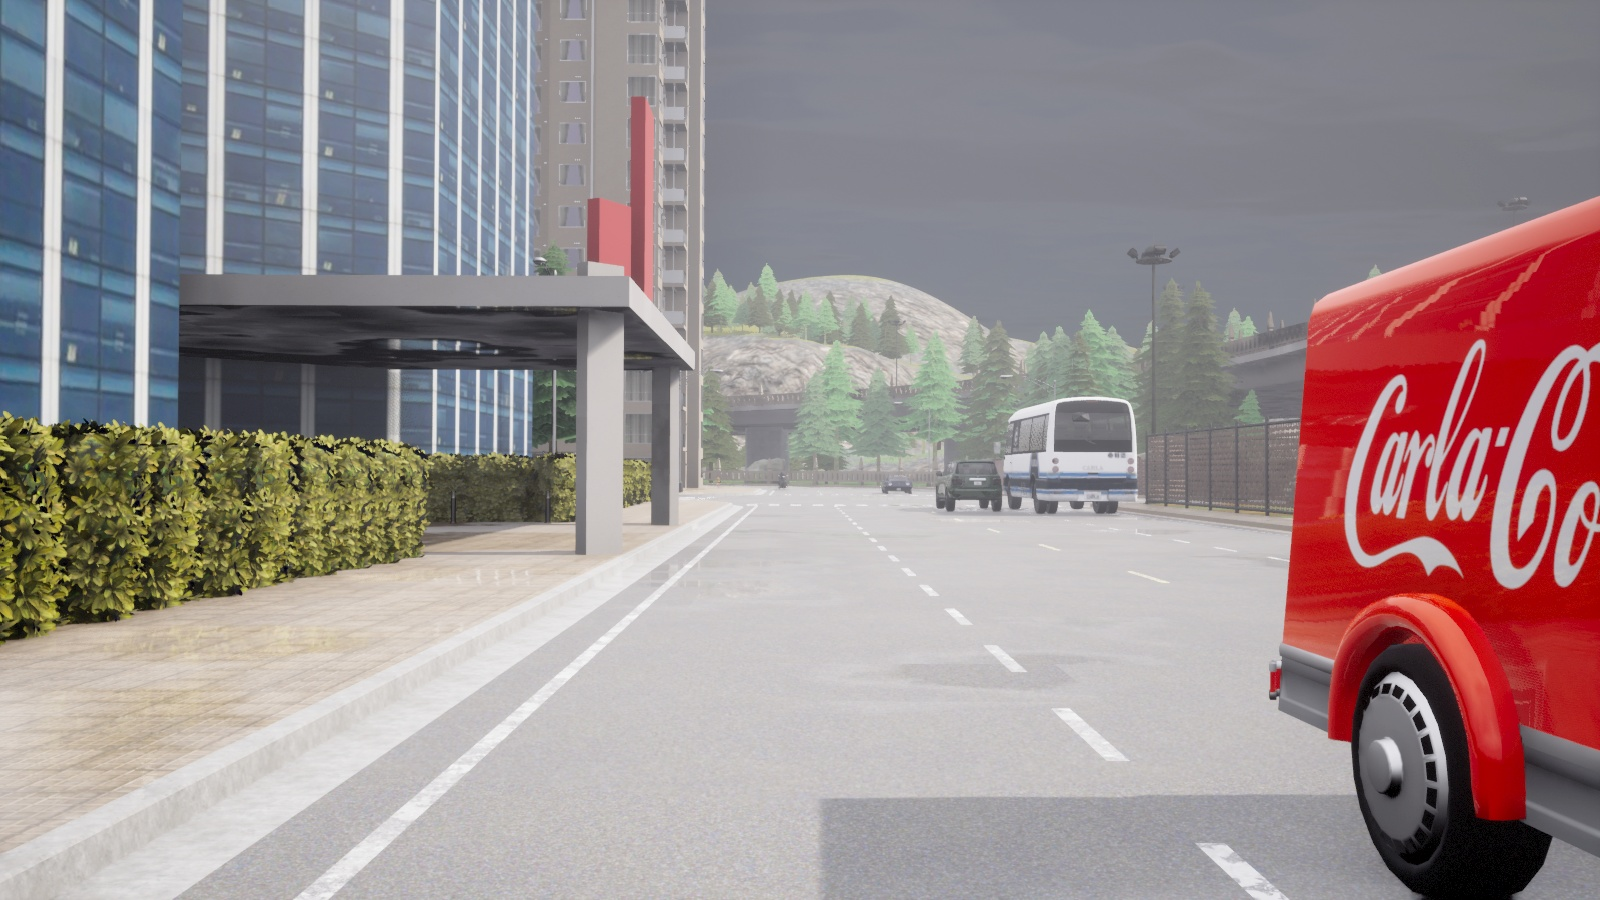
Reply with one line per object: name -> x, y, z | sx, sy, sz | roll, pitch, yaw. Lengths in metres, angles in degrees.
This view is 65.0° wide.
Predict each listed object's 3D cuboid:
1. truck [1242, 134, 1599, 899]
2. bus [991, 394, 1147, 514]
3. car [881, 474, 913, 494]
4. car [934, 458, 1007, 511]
truck -> 3.488, 0.373, 3.519 | 2.627, 2.467, 5.204 | 0, -1, 0
bus -> 10.362, 0.232, 49.859 | 3.944, 4.253, 10.273 | 0, -1, 0
car -> 6.766, 2.363, 88.053 | 1.895, 1.301, 4.718 | 0, -1, 0
car -> 6.864, 1.363, 51.171 | 2.150, 2.045, 5.566 | 0, -1, 0
